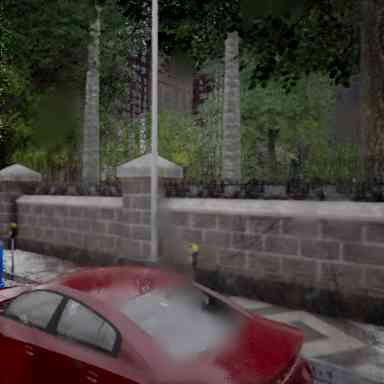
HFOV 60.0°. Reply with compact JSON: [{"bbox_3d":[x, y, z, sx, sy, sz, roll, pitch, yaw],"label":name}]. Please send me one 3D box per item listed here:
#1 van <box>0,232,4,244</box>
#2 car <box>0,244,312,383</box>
[{"bbox_3d":[-5.547,1.288,6.916,3.998,1.788,1.690,1,0,35],"label":"van"},{"bbox_3d":[-1.050,1.528,3.711,4.507,1.381,1.887,0,0,35],"label":"car"}]
